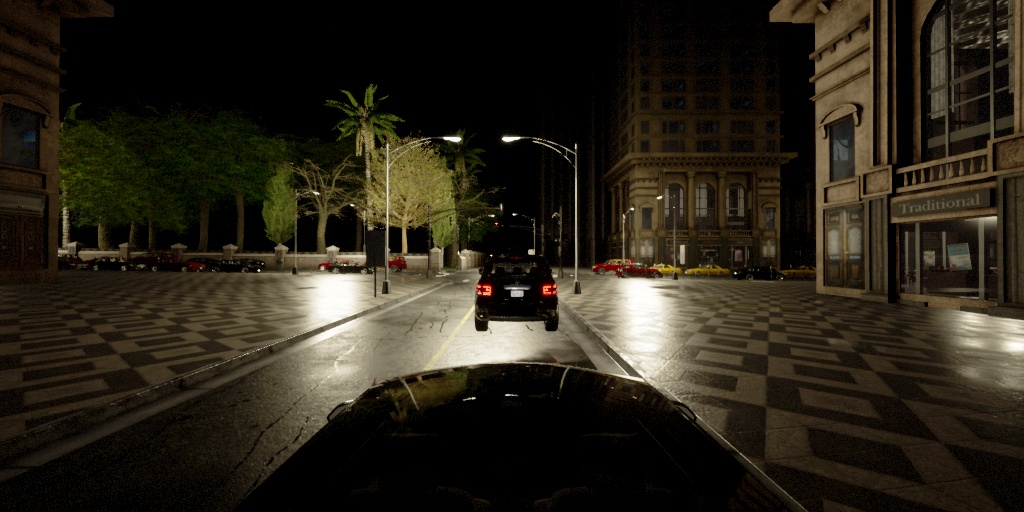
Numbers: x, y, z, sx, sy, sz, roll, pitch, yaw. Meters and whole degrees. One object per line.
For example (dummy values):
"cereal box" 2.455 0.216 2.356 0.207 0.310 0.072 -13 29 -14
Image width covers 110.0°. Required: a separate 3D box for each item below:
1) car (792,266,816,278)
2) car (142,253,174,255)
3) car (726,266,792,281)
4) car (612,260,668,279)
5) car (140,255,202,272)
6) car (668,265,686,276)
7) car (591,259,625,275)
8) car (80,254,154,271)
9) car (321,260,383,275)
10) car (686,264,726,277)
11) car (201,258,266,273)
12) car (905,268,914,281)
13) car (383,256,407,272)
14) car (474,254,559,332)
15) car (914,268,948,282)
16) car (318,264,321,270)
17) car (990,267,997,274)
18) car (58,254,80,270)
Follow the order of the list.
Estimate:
"car" 33.914 1.811 41.983 4.829 1.417 1.751 0 0 0
"car" -42.535 0.507 42.313 5.009 1.841 2.192 0 0 0
"car" 22.976 1.659 33.505 4.313 1.339 1.948 0 0 0
"car" 11.896 1.385 33.553 4.097 1.591 1.967 0 0 0
"car" -31.514 0.859 33.740 4.507 1.381 1.888 0 0 0
"car" 17.293 1.595 42.055 4.829 1.417 1.751 0 0 0
"car" 11.922 1.310 42.078 5.009 1.841 2.192 0 0 0
"car" -37.037 0.780 33.764 4.403 1.370 2.007 0 0 0
"car" -14.941 1.113 33.669 4.403 1.370 2.007 0 0 0
"car" 22.833 1.669 42.031 4.829 1.417 1.751 0 0 0
"car" -25.989 0.964 33.716 4.313 1.339 1.948 0 0 0
"car" 34.055 1.802 33.457 4.313 1.339 1.948 0 0 0
"car" -14.916 0.927 42.194 5.009 1.841 2.192 0 0 0
"car" 0.115 0.973 11.061 2.150 2.045 5.566 0 0 0
"car" 39.596 1.888 33.433 4.207 1.307 1.802 0 0 0
"car" -20.440 1.076 42.218 4.507 1.381 1.888 0 0 0
"car" 45.137 1.813 33.409 4.097 1.591 1.967 0 0 0
"car" -42.561 0.725 33.788 4.207 1.307 1.802 0 0 0
